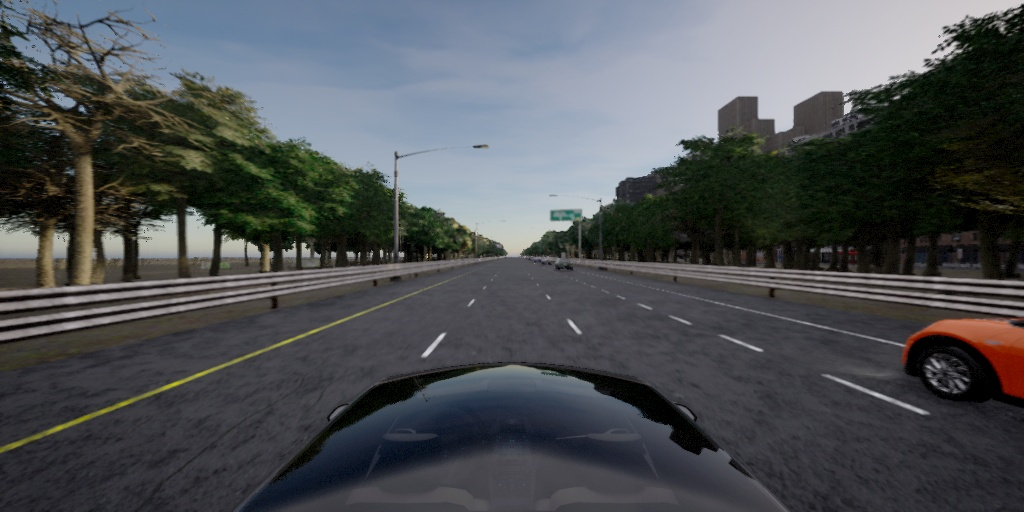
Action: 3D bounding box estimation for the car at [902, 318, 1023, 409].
[{"bbox_3d":[7.001,1.104,3.539,2.097,1.767,4.553,0,0,0],"label":"car"}]

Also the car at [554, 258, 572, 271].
[{"bbox_3d":[7.136,1.106,50.528,2.097,1.767,4.553,0,0,0],"label":"car"}]
